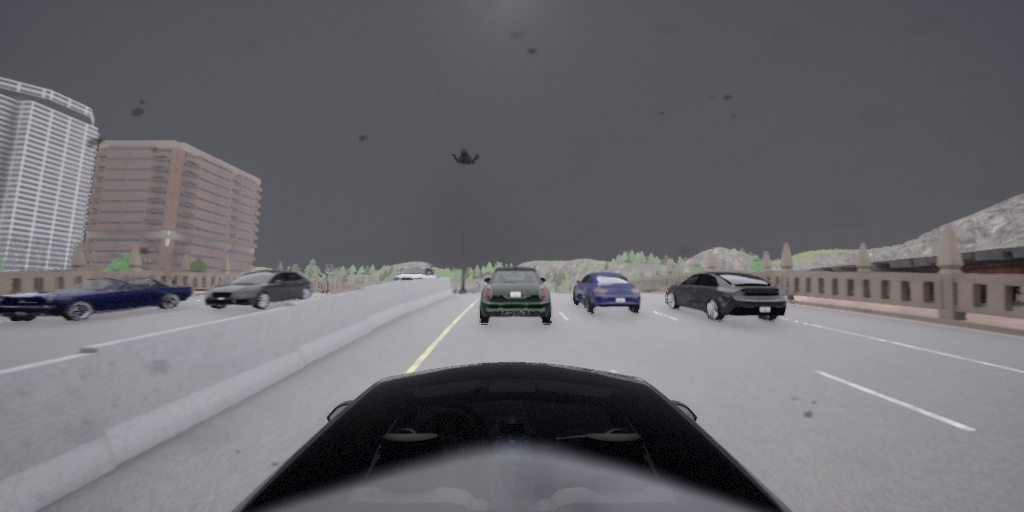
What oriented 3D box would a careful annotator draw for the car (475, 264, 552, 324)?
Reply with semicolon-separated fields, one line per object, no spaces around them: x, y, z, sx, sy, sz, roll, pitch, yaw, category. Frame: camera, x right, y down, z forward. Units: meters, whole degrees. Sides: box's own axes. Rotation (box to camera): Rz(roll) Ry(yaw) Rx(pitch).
0.104;1.149;12.213;2.097;1.767;4.553;0;-1;0;car

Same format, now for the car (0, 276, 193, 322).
-14.096;1.400;12.514;1.895;1.301;4.718;0;-1;0;car

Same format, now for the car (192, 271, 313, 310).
-10.595;1.384;15.482;1.837;1.490;4.892;0;-2;0;car

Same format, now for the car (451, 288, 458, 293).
-10.506;6.254;62.190;1.837;1.490;4.892;0;-7;1;car

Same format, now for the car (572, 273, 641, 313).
3.605;1.374;14.203;1.812;1.442;4.674;0;-2;0;car

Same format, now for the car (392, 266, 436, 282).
-7.091;1.765;26.697;2.150;2.045;5.566;0;-5;0;car

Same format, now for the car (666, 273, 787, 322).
7.104;1.306;12.484;1.837;1.490;4.892;0;-1;0;car
